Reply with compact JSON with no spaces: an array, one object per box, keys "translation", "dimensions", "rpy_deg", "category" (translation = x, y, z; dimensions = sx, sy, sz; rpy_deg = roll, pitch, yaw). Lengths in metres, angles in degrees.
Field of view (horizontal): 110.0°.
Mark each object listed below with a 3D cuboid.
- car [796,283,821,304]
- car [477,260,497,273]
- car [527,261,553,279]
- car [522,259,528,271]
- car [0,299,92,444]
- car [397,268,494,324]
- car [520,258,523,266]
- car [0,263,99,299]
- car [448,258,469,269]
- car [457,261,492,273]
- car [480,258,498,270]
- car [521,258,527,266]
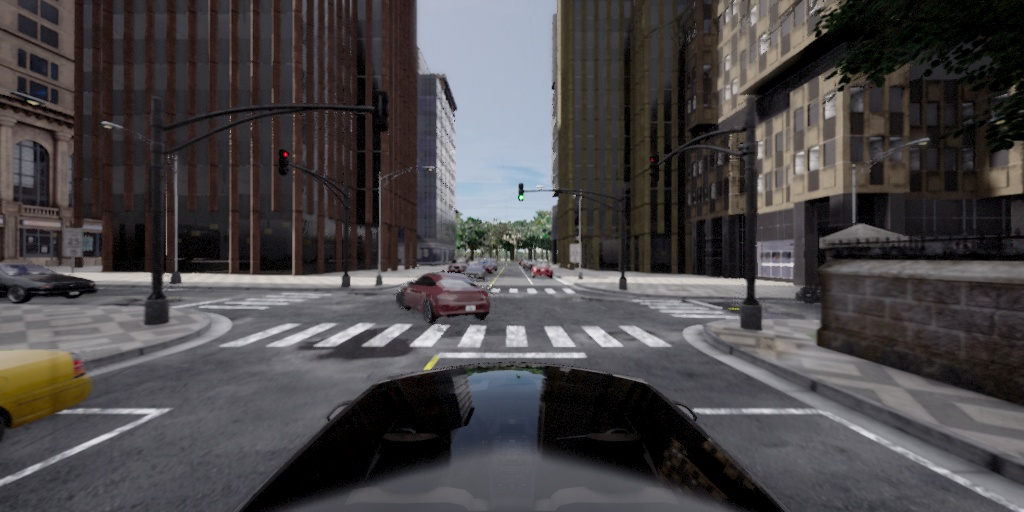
[{"translation":[15.987,1.701,16.912],"dimensions":[4.181,1.385,1.994],"rpy_deg":[1,0,0],"category":"car"},{"translation":[-3.066,1.461,40.163],"dimensions":[1.895,1.301,4.718],"rpy_deg":[0,0,0],"category":"car"},{"translation":[2.773,1.282,34.165],"dimensions":[1.967,1.591,4.097],"rpy_deg":[0,0,0],"category":"car"},{"translation":[2.778,1.443,50.477],"dimensions":[2.007,1.370,4.403],"rpy_deg":[0,0,0],"category":"car"},{"translation":[-5.763,1.277,2.028],"dimensions":[1.751,1.417,4.829],"rpy_deg":[0,0,0],"category":"car"},{"translation":[-2.386,1.287,12.105],"dimensions":[1.812,1.442,4.674],"rpy_deg":[2,0,-32],"category":"car"},{"translation":[2.781,1.472,61.353],"dimensions":[1.888,1.381,4.507],"rpy_deg":[0,0,0],"category":"car"},{"translation":[-19.311,0.978,13.662],"dimensions":[5.357,1.411,2.033],"rpy_deg":[1,0,0],"category":"car"},{"translation":[-5.751,1.173,39.605],"dimensions":[2.192,1.841,5.009],"rpy_deg":[0,0,0],"category":"car"},{"translation":[-3.076,1.395,30.169],"dimensions":[1.994,1.385,4.181],"rpy_deg":[0,0,1],"category":"car"},{"translation":[-2.989,1.384,50.546],"dimensions":[2.128,1.511,4.902],"rpy_deg":[0,0,0],"category":"car"},{"translation":[2.779,1.455,55.915],"dimensions":[1.888,1.381,4.507],"rpy_deg":[0,0,0],"category":"car"}]
